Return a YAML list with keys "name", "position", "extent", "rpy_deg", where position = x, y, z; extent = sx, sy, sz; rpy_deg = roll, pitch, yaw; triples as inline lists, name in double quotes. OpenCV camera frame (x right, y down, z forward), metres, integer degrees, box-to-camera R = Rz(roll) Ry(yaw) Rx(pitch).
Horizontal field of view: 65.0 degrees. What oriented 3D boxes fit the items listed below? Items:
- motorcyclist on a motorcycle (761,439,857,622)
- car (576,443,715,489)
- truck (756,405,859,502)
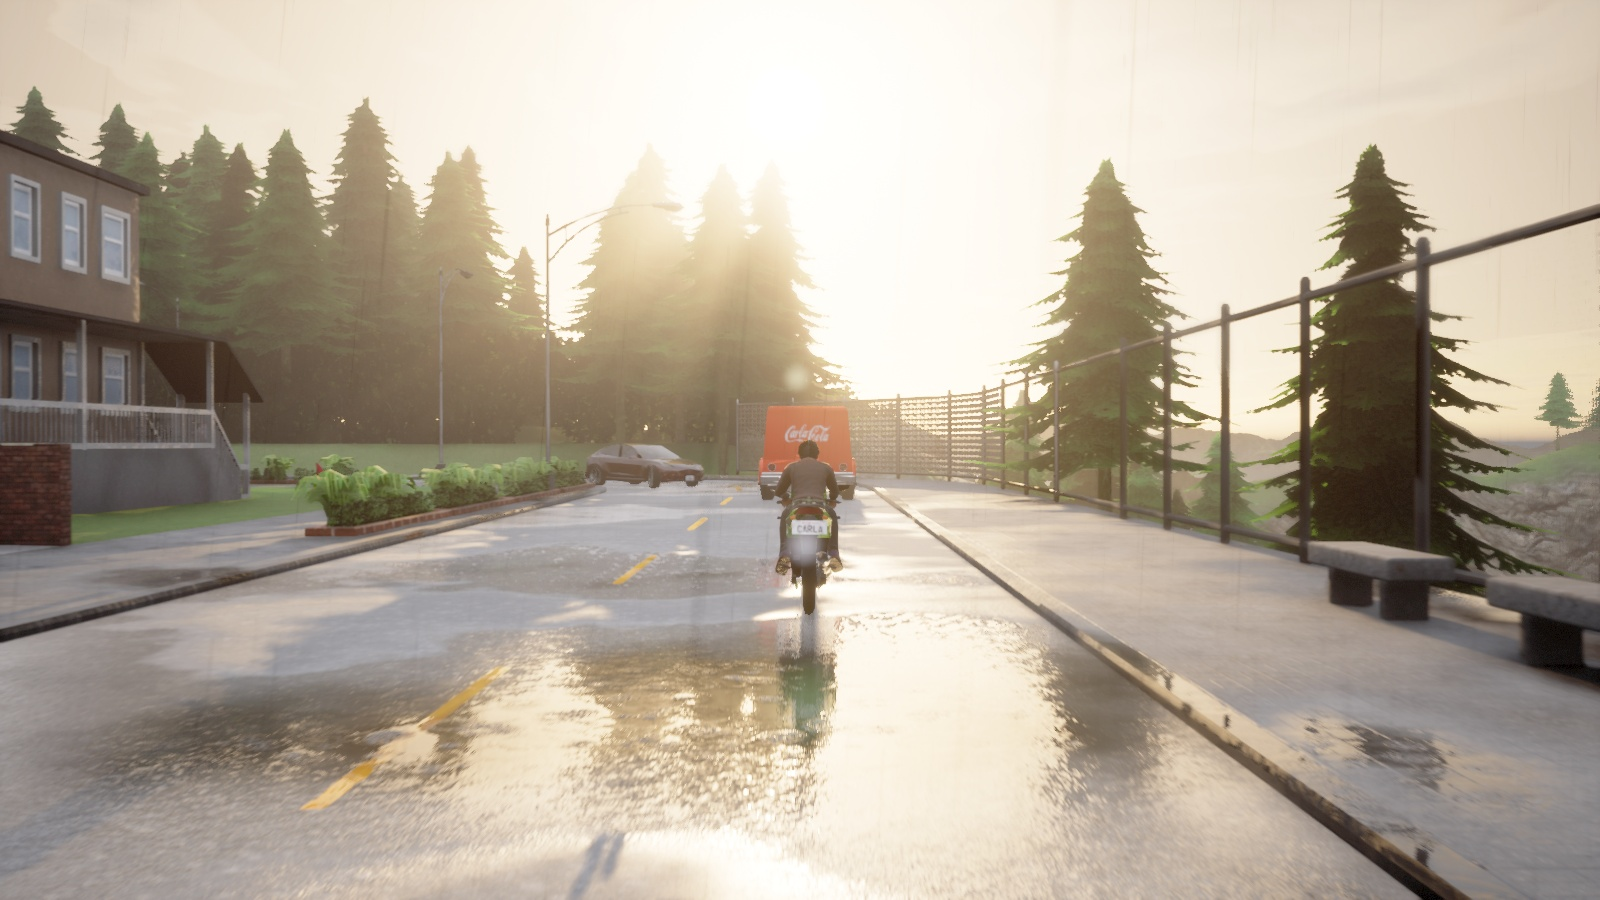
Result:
- name: "motorcyclist on a motorcycle"
  position: [0.080, 0.664, 11.489]
  extent: [0.797, 1.523, 2.044]
  rpy_deg: [0, 0, 0]
- name: "car"
  position: [-5.333, 0.502, 42.835]
  extent: [4.792, 1.488, 2.163]
  rpy_deg: [0, 0, 44]
- name: "truck"
  position: [0.206, 0.065, 34.593]
  extent: [2.627, 2.467, 5.204]
  rpy_deg: [0, 0, 0]
